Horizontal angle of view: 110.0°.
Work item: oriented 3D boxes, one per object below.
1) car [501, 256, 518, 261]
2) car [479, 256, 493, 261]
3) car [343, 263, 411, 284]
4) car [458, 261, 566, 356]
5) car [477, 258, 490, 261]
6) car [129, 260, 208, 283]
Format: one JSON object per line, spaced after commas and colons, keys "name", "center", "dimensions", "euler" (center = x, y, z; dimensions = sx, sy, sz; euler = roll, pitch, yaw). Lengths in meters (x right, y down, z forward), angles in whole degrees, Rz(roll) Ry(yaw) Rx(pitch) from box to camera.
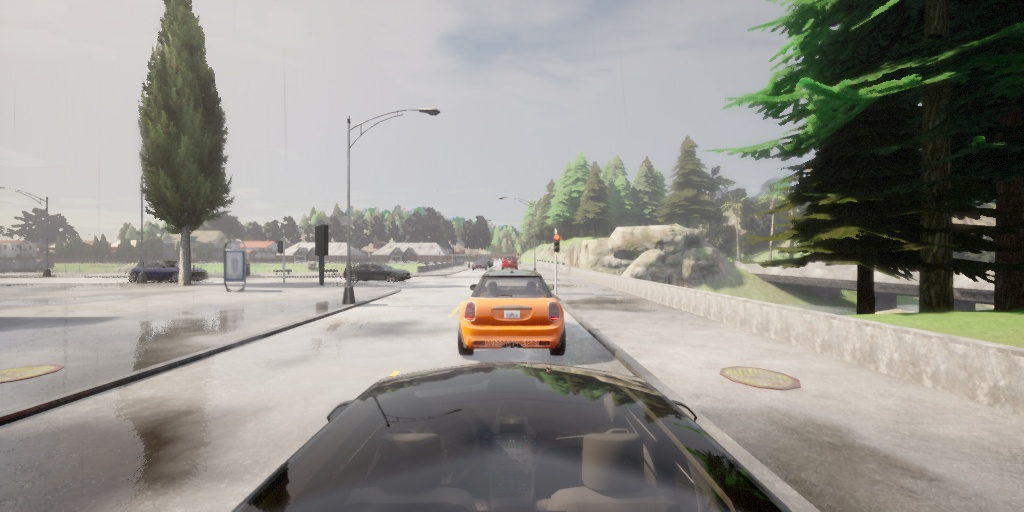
{"name": "car", "center": [-0.343, 0.971, 50.315], "dimensions": [2.150, 2.045, 5.566], "euler": [0, 0, -1]}
{"name": "car", "center": [-4.622, 0.971, 60.793], "dimensions": [2.150, 2.045, 5.566], "euler": [0, 0, 0]}
{"name": "car", "center": [-10.013, 1.254, 26.778], "dimensions": [4.892, 1.490, 1.837], "euler": [0, -1, 7]}
{"name": "car", "center": [-0.003, 1.102, 8.792], "dimensions": [2.097, 1.767, 4.553], "euler": [0, 0, 0]}
{"name": "car", "center": [-4.549, 1.314, 51.197], "dimensions": [1.994, 1.385, 4.181], "euler": [0, 0, 0]}
{"name": "car", "center": [-25.703, 1.101, 26.959], "dimensions": [4.553, 1.767, 2.097], "euler": [0, 0, -1]}
